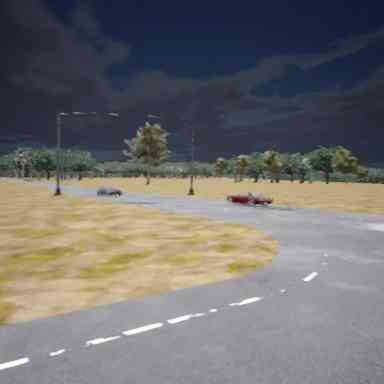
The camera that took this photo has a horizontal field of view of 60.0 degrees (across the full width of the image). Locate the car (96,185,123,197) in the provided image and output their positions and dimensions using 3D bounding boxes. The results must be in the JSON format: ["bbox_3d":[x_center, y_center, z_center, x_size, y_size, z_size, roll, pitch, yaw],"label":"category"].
[{"bbox_3d":[-10.515,-0.140,42.013,2.033,1.411,5.357,0,2,-35],"label":"car"}]

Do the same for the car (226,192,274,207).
[{"bbox_3d":[5.326,0.635,31.474,1.895,1.301,4.718,0,2,-34],"label":"car"}]
